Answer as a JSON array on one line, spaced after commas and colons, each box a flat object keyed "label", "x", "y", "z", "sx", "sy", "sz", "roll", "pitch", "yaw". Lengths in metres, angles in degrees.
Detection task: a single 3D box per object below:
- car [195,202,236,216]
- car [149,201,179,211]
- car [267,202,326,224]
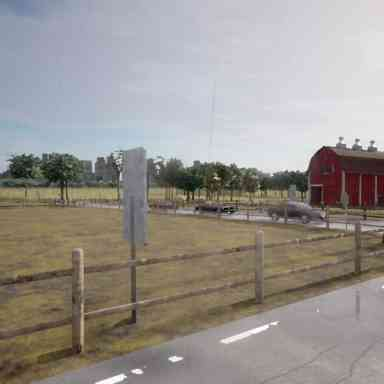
[{"label": "car", "x": 2.357, "y": 1.698, "z": 34.386, "sx": 1.895, "sy": 1.301, "sz": 4.718, "roll": -1, "pitch": 0, "yaw": -35}, {"label": "car", "x": -3.617, "y": 1.762, "z": 42.847, "sx": 1.895, "sy": 1.301, "sz": 4.718, "roll": -1, "pitch": 0, "yaw": -35}, {"label": "car", "x": 8.167, "y": 1.575, "z": 26.166, "sx": 1.837, "sy": 1.490, "sz": 4.892, "roll": -1, "pitch": 0, "yaw": -35}]
